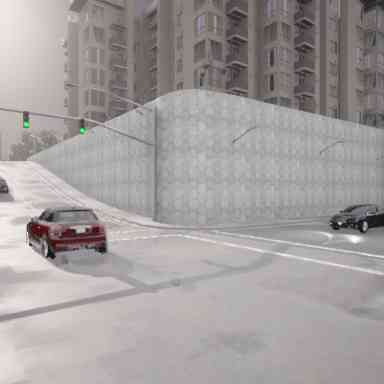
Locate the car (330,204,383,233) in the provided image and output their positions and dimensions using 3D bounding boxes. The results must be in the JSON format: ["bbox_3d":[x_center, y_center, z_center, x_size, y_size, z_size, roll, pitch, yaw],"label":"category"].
[{"bbox_3d":[10.190,1.505,19.866,4.892,1.490,1.837,0,0,-36],"label":"car"}]

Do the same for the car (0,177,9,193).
[{"bbox_3d":[-19.662,-0.806,33.426,2.033,1.411,5.357,0,11,-36],"label":"car"}]

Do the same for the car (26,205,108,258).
[{"bbox_3d":[-5.047,1.352,13.090,2.097,1.767,4.553,0,0,-36],"label":"car"}]
